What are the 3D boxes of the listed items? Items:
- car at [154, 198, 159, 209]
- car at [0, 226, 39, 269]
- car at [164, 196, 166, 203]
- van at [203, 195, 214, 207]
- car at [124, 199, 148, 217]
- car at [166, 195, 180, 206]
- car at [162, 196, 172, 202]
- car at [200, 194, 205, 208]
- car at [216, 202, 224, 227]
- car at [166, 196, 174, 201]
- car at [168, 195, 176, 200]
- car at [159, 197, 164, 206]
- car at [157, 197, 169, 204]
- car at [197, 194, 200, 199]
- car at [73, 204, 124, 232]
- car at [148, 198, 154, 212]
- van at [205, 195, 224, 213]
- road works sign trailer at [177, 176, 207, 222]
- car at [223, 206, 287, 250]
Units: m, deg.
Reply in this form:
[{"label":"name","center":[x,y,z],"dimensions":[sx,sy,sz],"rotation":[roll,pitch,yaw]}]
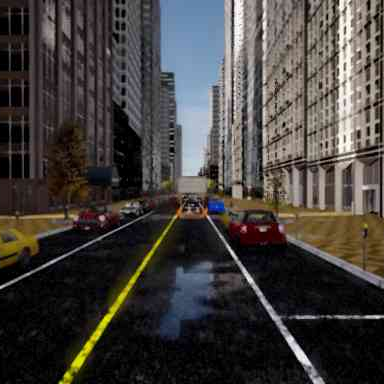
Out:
[{"label":"car","center":[-5.719,1.593,42.880],"dimensions":[1.887,1.381,4.507],"rotation":[-1,0,0]},{"label":"car","center":[-5.702,1.535,8.608],"dimensions":[1.752,1.417,4.829],"rotation":[-1,0,0]},{"label":"car","center":[-5.725,1.644,54.247],"dimensions":[1.802,1.307,4.206],"rotation":[-1,0,0]},{"label":"van","center":[2.653,1.403,54.251],"dimensions":[1.690,1.788,3.998],"rotation":[-1,0,0]},{"label":"car","center":[-5.714,1.587,31.512],"dimensions":[2.008,1.369,4.403],"rotation":[-1,0,0]},{"label":"car","center":[-3.084,1.543,57.919],"dimensions":[1.882,1.535,5.008],"rotation":[0,0,0]},{"label":"car","center":[-5.737,1.637,76.981],"dimensions":[2.008,1.369,4.403],"rotation":[-1,0,0]},{"label":"car","center":[2.656,1.370,48.568],"dimensions":[2.192,1.841,5.009],"rotation":[-1,0,0]},{"label":"car","center":[2.672,1.548,20.319],"dimensions":[1.752,1.417,4.829],"rotation":[-1,0,0]},{"label":"car","center":[-5.742,1.681,88.348],"dimensions":[1.802,1.307,4.206],"rotation":[-1,0,0]},{"label":"car","center":[-5.746,1.545,94.032],"dimensions":[1.967,1.590,4.097],"rotation":[-1,0,0]},{"label":"car","center":[-5.723,1.606,48.563],"dimensions":[2.008,1.369,4.403],"rotation":[-1,0,0]},{"label":"car","center":[-5.731,1.625,65.614],"dimensions":[2.008,1.369,4.403],"rotation":[-1,0,0]},{"label":"car","center":[2.644,1.637,76.985],"dimensions":[2.008,1.369,4.403],"rotation":[-1,0,0]},{"label":"car","center":[-5.709,1.463,20.146],"dimensions":[1.967,1.590,4.097],"rotation":[-1,0,0]},{"label":"car","center":[-5.716,1.608,37.196],"dimensions":[1.947,1.339,4.313],"rotation":[-1,0,0]},{"label":"van","center":[2.662,1.383,37.200],"dimensions":[1.690,1.788,3.998],"rotation":[-1,0,0]},{"label":"road works sign trailer","center":[0.006,0.494,26.572],"dimensions":[2.380,3.560,2.880],"rotation":[0,0,0]},{"label":"car","center":[2.674,1.457,14.466],"dimensions":[1.967,1.590,4.097],"rotation":[-1,0,0]}]
